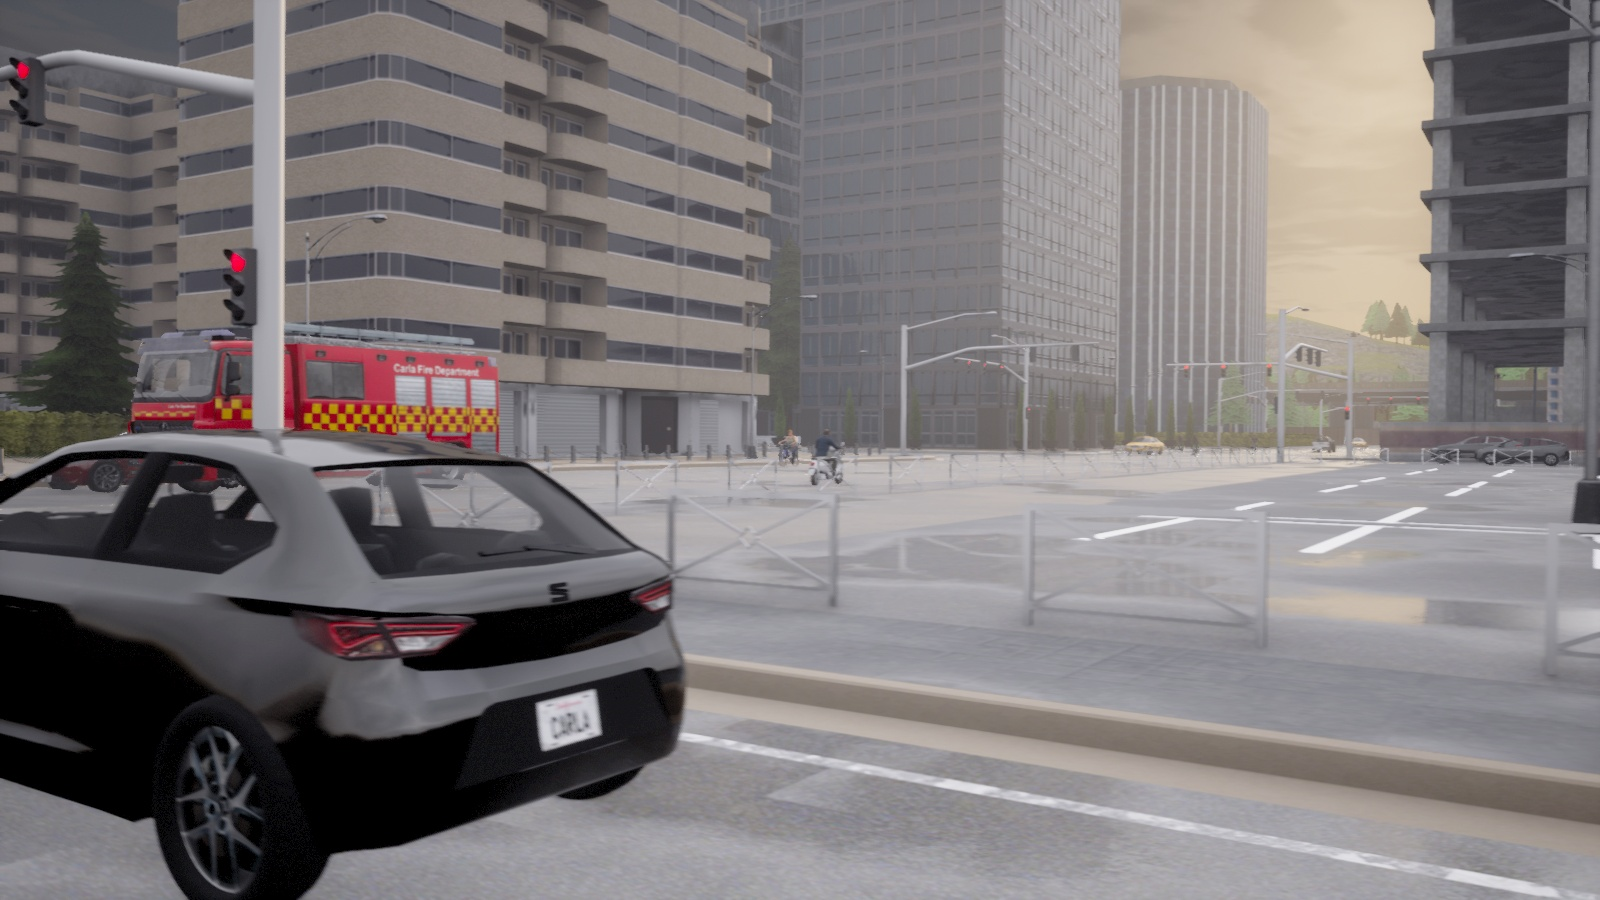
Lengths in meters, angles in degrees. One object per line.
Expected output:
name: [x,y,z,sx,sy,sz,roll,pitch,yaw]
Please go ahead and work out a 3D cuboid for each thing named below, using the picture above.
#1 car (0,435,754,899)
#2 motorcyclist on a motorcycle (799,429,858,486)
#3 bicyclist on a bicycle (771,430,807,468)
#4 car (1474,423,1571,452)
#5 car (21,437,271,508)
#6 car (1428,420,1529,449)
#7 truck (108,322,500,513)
car: [-2.434,0.696,5.206,4.193,1.474,1.816,0,1,33]
motorcyclist on a motorcycle: [0.823,0.190,35.722,0.866,1.590,1.817,0,1,32]
bicyclist on a bicycle: [-0.458,-0.057,53.402,0.866,1.612,1.509,0,1,33]
car: [39.228,-0.664,68.227,4.514,1.525,2.007,0,1,32]
car: [-15.325,0.464,29.718,2.163,1.488,4.792,0,1,32]
car: [39.116,-0.889,72.414,5.027,1.651,2.152,0,1,32]
truck: [-11.257,-0.738,29.621,2.891,3.827,8.468,0,1,32]
